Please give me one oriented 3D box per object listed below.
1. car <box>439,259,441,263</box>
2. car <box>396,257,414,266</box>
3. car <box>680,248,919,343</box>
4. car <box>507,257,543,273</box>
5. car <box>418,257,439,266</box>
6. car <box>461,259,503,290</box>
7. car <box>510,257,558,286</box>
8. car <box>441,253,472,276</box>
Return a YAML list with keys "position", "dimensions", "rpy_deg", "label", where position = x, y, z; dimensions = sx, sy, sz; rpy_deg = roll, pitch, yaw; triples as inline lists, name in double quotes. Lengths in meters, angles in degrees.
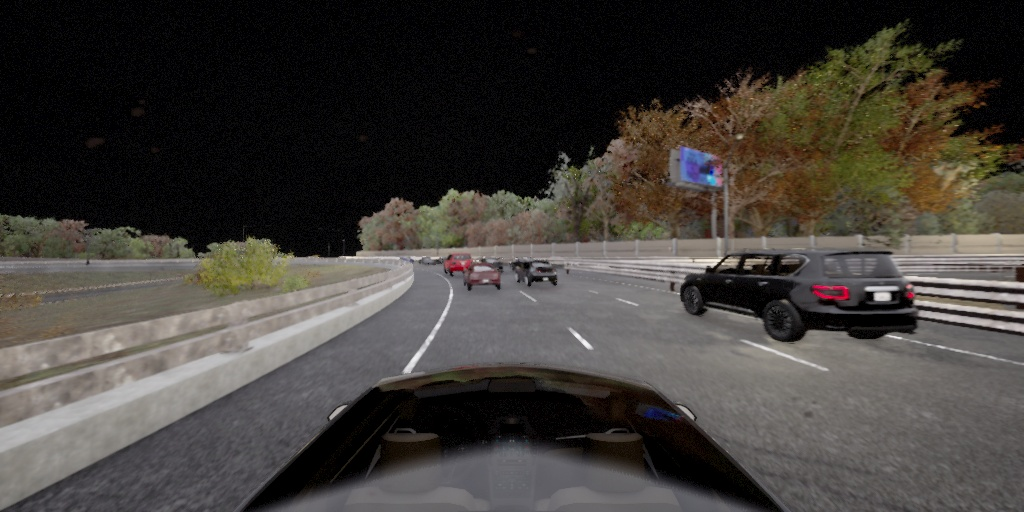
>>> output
- position: [-11.889, 0.799, 64.065]
  dimensions: [2.128, 1.511, 4.902]
  rpy_deg: [-1, 1, -34]
  label: "car"
- position: [-18.303, 0.894, 61.104]
  dimensions: [1.882, 1.535, 5.008]
  rpy_deg: [-1, 1, -34]
  label: "car"
- position: [6.666, 0.832, 9.314]
  dimensions: [2.150, 2.045, 5.566]
  rpy_deg: [-1, 0, -4]
  label: "car"
- position: [1.217, 0.891, 37.049]
  dimensions: [2.128, 1.511, 4.902]
  rpy_deg: [-1, 1, -18]
  label: "car"
- position: [-14.896, 0.927, 62.276]
  dimensions: [1.994, 1.385, 4.181]
  rpy_deg: [-1, 1, -34]
  label: "car"
- position: [-1.788, 1.115, 20.954]
  dimensions: [1.812, 1.442, 4.674]
  rpy_deg: [-1, 1, -11]
  label: "car"
- position: [1.448, 1.039, 22.720]
  dimensions: [1.837, 1.490, 4.892]
  rpy_deg: [-1, 1, -11]
  label: "car"
- position: [-5.013, 0.734, 33.556]
  dimensions: [2.150, 2.045, 5.566]
  rpy_deg: [-1, 1, -17]
  label: "car"
